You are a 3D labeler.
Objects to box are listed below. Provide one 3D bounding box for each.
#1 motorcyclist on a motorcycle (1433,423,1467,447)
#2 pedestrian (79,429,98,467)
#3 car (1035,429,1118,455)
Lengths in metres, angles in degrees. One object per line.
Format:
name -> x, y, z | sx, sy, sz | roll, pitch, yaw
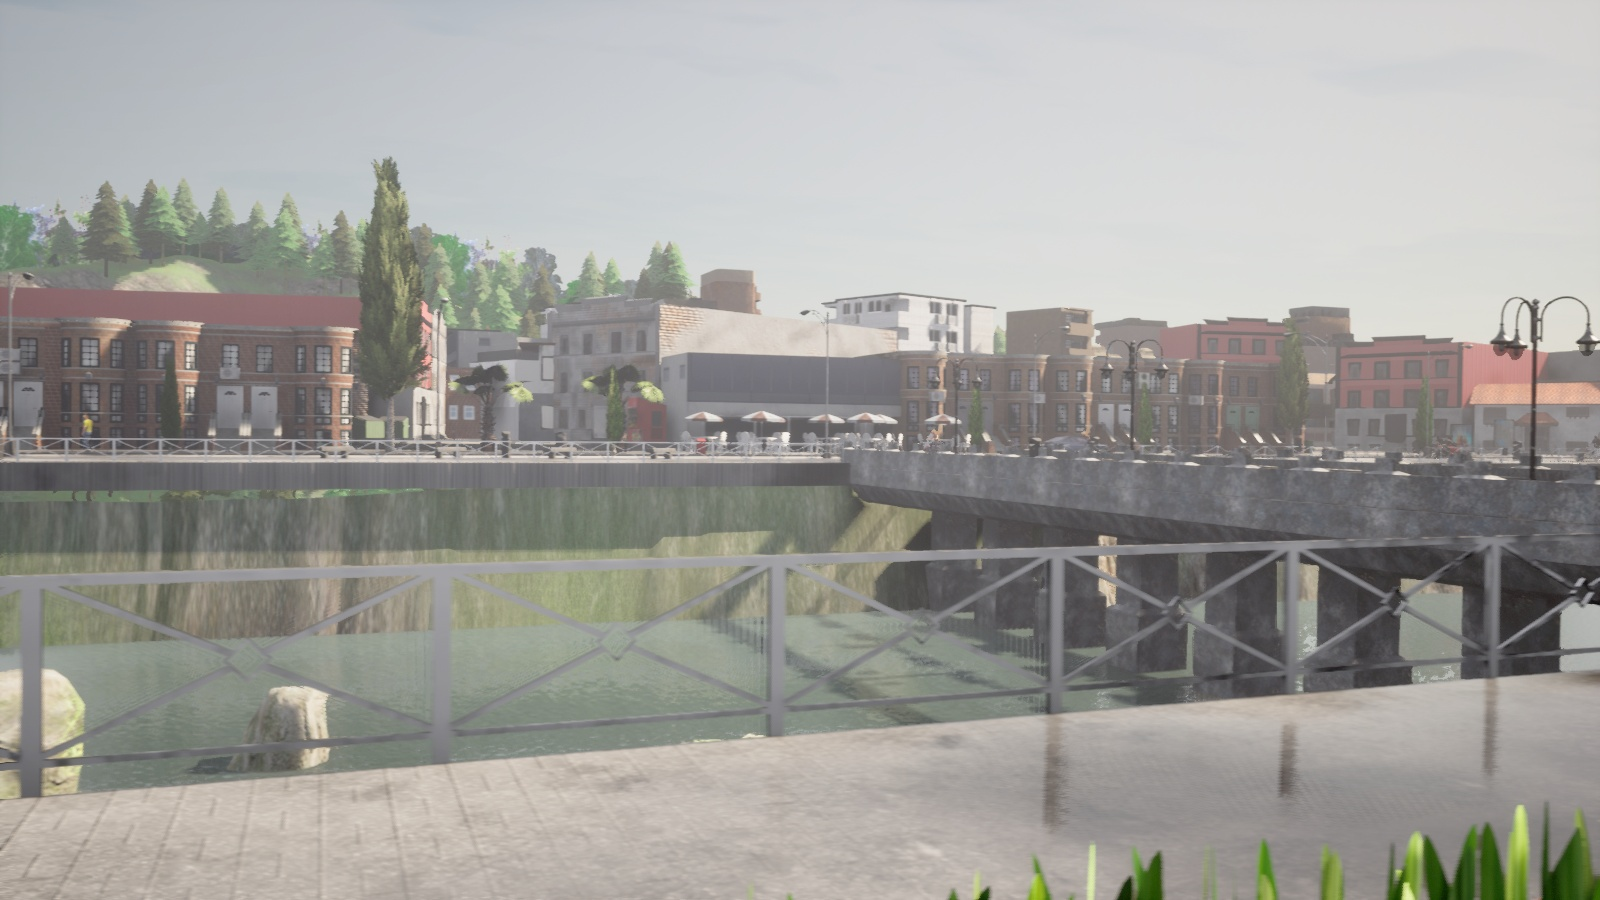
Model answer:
motorcyclist on a motorcycle -> 42.157, -1.002, 81.484 | 2.044, 1.523, 0.797 | -1, 1, -21
pedestrian -> -34.195, -0.104, 60.328 | 0.706, 1.836, 0.354 | -1, 1, 7
car -> 15.743, -0.471, 71.447 | 4.181, 1.385, 1.994 | -1, 1, -21
